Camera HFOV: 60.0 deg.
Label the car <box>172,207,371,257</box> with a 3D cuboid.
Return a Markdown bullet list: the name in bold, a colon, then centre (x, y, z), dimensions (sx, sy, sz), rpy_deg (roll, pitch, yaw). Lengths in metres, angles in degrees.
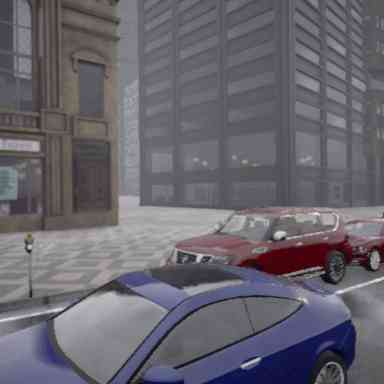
- **car**: centre (1.833, 1.313, 7.969), dimensions (5.009, 1.841, 2.192), rpy_deg (0, -1, -35)

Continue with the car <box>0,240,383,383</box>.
- **car**: centre (-0.252, 1.526, 3.186), dimensions (4.674, 1.442, 1.812), rpy_deg (0, 0, -35)

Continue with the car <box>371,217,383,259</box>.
- **car**: centre (5.814, 1.540, 10.803), dimensions (4.507, 1.381, 1.887), rpy_deg (0, -1, -35)
